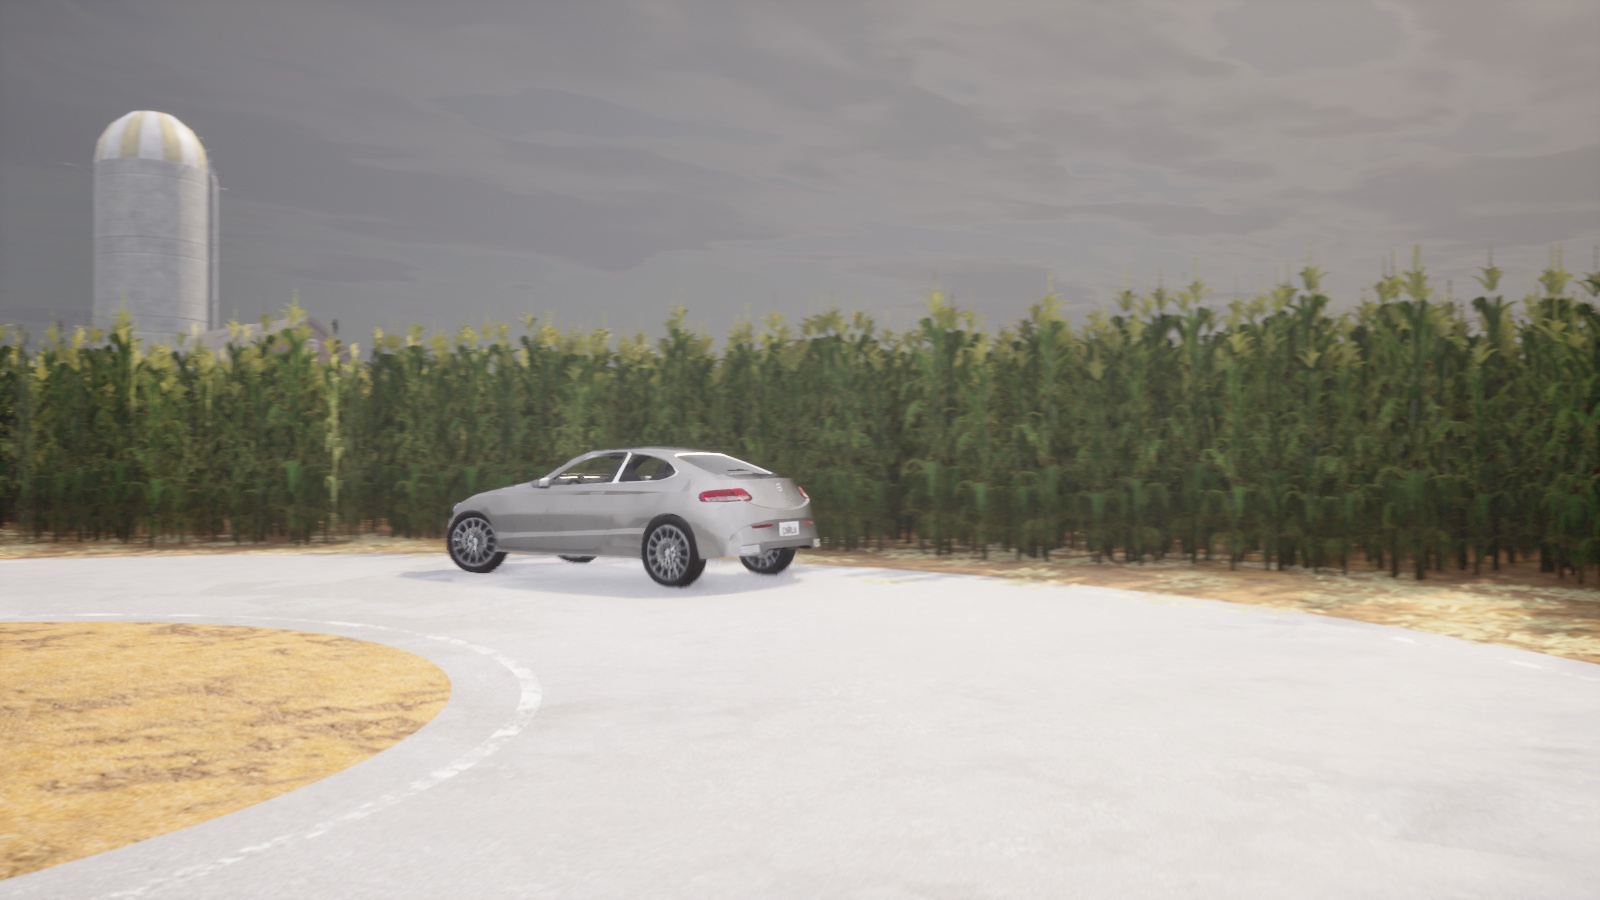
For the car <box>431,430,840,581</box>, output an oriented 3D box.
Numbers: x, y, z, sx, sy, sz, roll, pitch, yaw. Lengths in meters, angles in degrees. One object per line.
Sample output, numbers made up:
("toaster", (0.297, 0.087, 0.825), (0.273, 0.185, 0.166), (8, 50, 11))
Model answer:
("car", (-2.187, 0.632, 16.056), (5.027, 1.651, 2.152), (-1, -1, 34))
